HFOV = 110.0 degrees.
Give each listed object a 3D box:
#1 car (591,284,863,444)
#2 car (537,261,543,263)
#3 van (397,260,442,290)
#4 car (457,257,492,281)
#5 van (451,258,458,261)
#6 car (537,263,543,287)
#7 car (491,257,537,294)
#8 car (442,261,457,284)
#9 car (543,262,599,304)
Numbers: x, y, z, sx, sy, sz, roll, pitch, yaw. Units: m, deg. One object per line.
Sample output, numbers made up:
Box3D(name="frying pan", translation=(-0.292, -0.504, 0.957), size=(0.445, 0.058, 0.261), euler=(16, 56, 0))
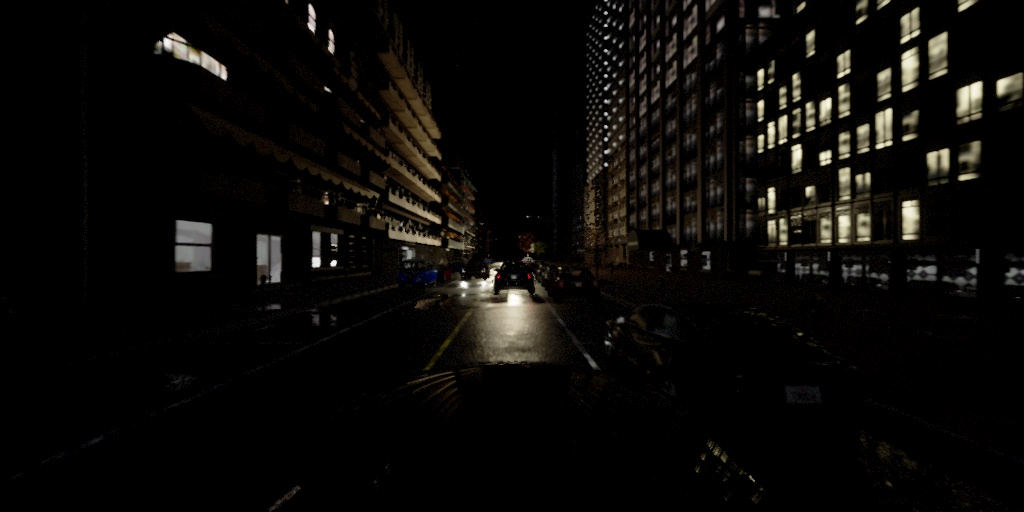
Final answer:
Box3D(name="car", translation=(2.691, 1.317, 5.392), size=(1.948, 1.339, 4.313), euler=(0, 0, 0))
Box3D(name="car", translation=(2.691, 1.313, 27.484), size=(2.007, 1.370, 4.403), euler=(0, 0, 0))
Box3D(name="van", translation=(-5.690, 1.100, 21.961), size=(1.690, 1.789, 3.998), euler=(0, 0, 0))
Box3D(name="car", translation=(-3.053, 1.116, 30.510), size=(2.097, 1.767, 4.553), euler=(0, 0, 0))
Box3D(name="van", translation=(-5.690, 1.112, 38.529), size=(1.690, 1.789, 3.998), euler=(0, 0, 0))
Box3D(name="car", translation=(2.691, 1.310, 21.960), size=(2.007, 1.370, 4.403), euler=(0, 0, 0))
Box3D(name="car", translation=(0.099, 1.111, 20.464), size=(2.097, 1.767, 4.553), euler=(0, 0, 0))
Box3D(name="car", translation=(-5.690, 1.308, 27.484), size=(1.888, 1.381, 4.507), euler=(0, 0, 0))
Box3D(name="car", translation=(2.691, 1.196, 16.437), size=(1.967, 1.591, 4.097), euler=(0, 0, 0))
